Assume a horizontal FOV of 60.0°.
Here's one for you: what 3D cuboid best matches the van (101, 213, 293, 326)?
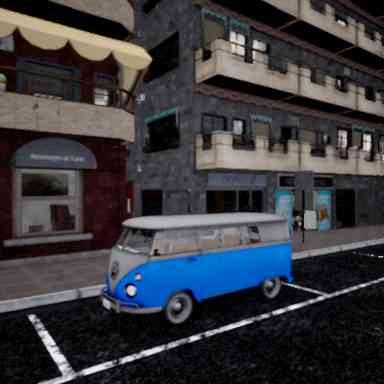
[{"bbox_3d":[0.288,1.350,6.779,3.998,1.788,1.690,0,-1,-36],"label":"van"}]
